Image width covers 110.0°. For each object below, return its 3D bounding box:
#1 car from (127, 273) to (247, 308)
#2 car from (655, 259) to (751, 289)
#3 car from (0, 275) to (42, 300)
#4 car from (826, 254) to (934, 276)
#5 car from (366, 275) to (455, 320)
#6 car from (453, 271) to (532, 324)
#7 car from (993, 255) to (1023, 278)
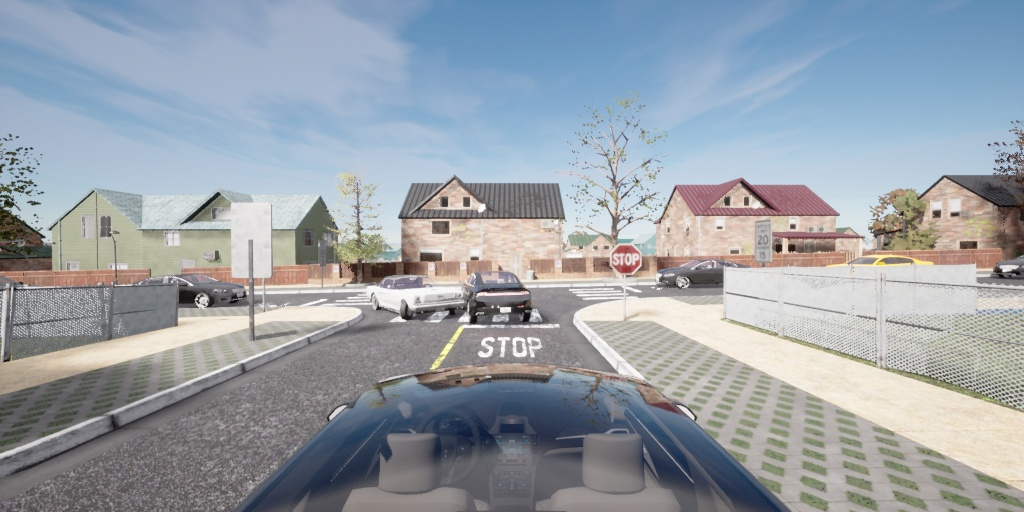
[{"bbox_3d":[-14.899,1.566,16.396,4.902,1.511,2.128,-1,1,0],"label":"car"},{"bbox_3d":[10.335,0.926,19.445,4.902,1.511,2.128,-1,1,0],"label":"car"},{"bbox_3d":[-24.236,1.648,16.358,4.553,1.767,2.097,-1,1,0],"label":"car"},{"bbox_3d":[19.765,0.690,19.479,5.008,1.535,1.882,-1,1,-1],"label":"car"},{"bbox_3d":[-3.600,1.368,12.899,1.895,1.301,4.718,0,0,-38],"label":"car"},{"bbox_3d":[-0.683,1.242,12.039,2.128,1.511,4.902,0,0,-12],"label":"car"},{"bbox_3d":[29.390,0.478,19.514,4.902,1.511,2.128,-1,1,0],"label":"car"}]
